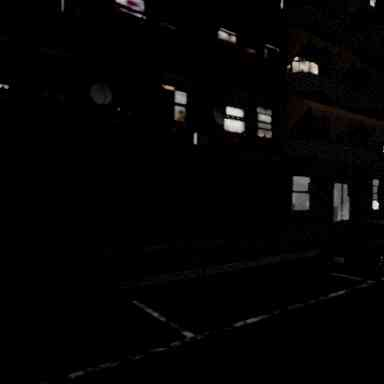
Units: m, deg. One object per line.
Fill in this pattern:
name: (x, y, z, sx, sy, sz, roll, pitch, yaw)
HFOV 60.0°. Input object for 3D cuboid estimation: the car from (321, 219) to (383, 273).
car: (6.036, 1.595, 10.852, 4.313, 1.339, 1.947, 0, 1, -35)

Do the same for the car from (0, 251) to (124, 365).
car: (-3.035, 1.566, 4.381, 4.313, 1.339, 1.947, 0, 1, -35)
